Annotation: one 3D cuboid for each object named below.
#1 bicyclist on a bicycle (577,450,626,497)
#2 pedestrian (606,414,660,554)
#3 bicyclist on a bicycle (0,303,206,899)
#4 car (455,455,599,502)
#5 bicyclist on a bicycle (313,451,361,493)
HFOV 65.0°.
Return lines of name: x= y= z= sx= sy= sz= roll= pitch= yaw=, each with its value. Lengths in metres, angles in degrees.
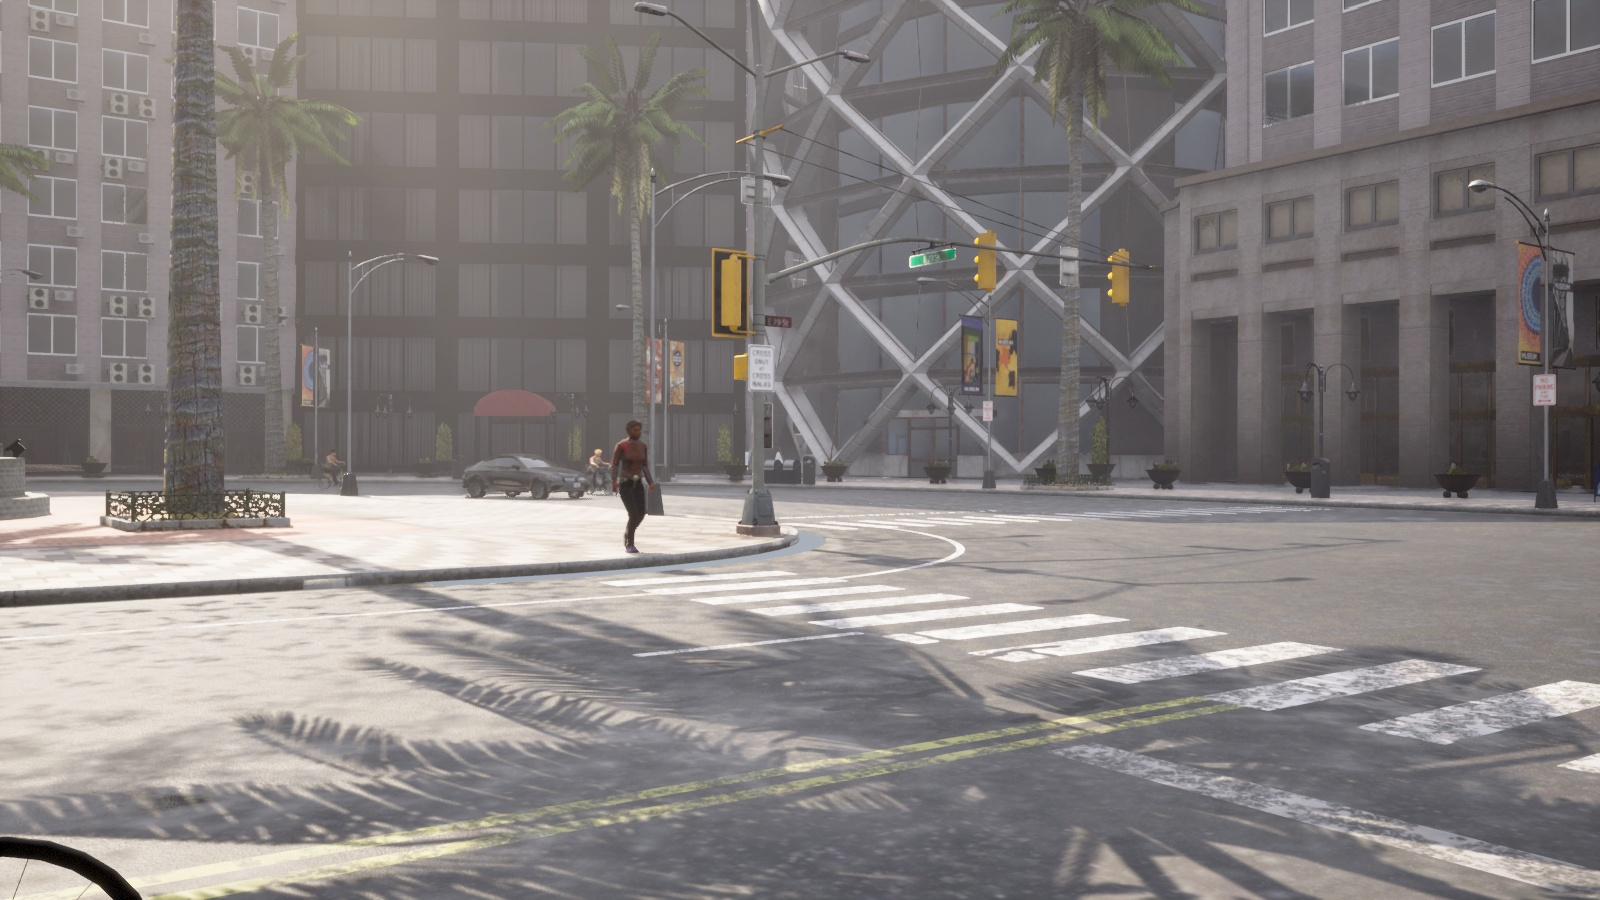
bicyclist on a bicycle: x=-6.879 y=0.802 z=43.546 sx=1.509 sy=1.612 sz=0.866 roll=0 pitch=0 yaw=35
pedestrian: x=-2.218 y=0.437 z=16.600 sx=0.328 sy=1.805 sz=0.869 roll=0 pitch=0 yaw=-36
bicyclist on a bicycle: x=-2.110 y=0.625 z=2.206 sx=1.843 sy=1.776 sz=0.659 roll=0 pitch=0 yaw=-35
car: x=-8.896 y=0.889 z=40.724 sx=4.674 sy=1.442 sz=1.812 roll=0 pitch=0 yaw=33
bicyclist on a bicycle: x=-17.927 y=0.838 z=48.657 sx=1.509 sy=1.612 sz=0.866 roll=0 pitch=0 yaw=14
